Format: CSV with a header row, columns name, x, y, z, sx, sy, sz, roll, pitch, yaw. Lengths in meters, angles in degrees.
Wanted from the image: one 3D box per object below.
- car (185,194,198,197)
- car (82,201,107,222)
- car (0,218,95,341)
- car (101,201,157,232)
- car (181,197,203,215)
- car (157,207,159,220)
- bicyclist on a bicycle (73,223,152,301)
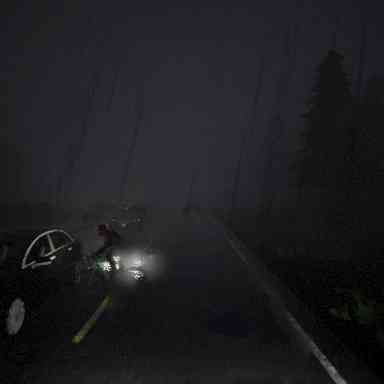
name,x,y,z,sx,sy,sz,roll,pitch,yaw
car,-0.045,1.220,44.988,2.150,2.045,5.566,0,0,0
car,-6.506,1.454,23.996,1.816,1.474,4.193,6,0,-2
car,-3.599,1.505,6.558,1.837,1.490,4.892,0,0,0
car,-3.618,1.490,20.007,2.128,1.511,4.902,0,0,0
car,0.016,1.525,34.380,1.812,1.442,4.674,0,0,0
car,-3.536,1.442,24.888,1.812,1.442,4.674,0,0,0
bicyclist on a bicycle,-1.668,1.455,6.892,1.656,1.620,0.582,-2,0,0
